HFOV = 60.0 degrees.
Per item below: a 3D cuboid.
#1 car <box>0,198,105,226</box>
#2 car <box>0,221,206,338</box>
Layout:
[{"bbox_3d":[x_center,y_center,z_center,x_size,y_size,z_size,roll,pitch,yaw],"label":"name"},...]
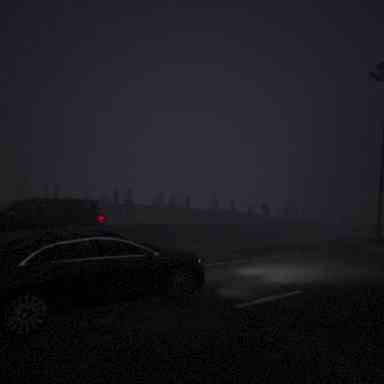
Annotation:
[{"bbox_3d":[-6.060,1.236,12.526,5.566,2.045,2.150,1,-1,-35],"label":"car"},{"bbox_3d":[-1.942,1.507,6.661,4.902,1.511,2.128,1,0,-35],"label":"car"}]
